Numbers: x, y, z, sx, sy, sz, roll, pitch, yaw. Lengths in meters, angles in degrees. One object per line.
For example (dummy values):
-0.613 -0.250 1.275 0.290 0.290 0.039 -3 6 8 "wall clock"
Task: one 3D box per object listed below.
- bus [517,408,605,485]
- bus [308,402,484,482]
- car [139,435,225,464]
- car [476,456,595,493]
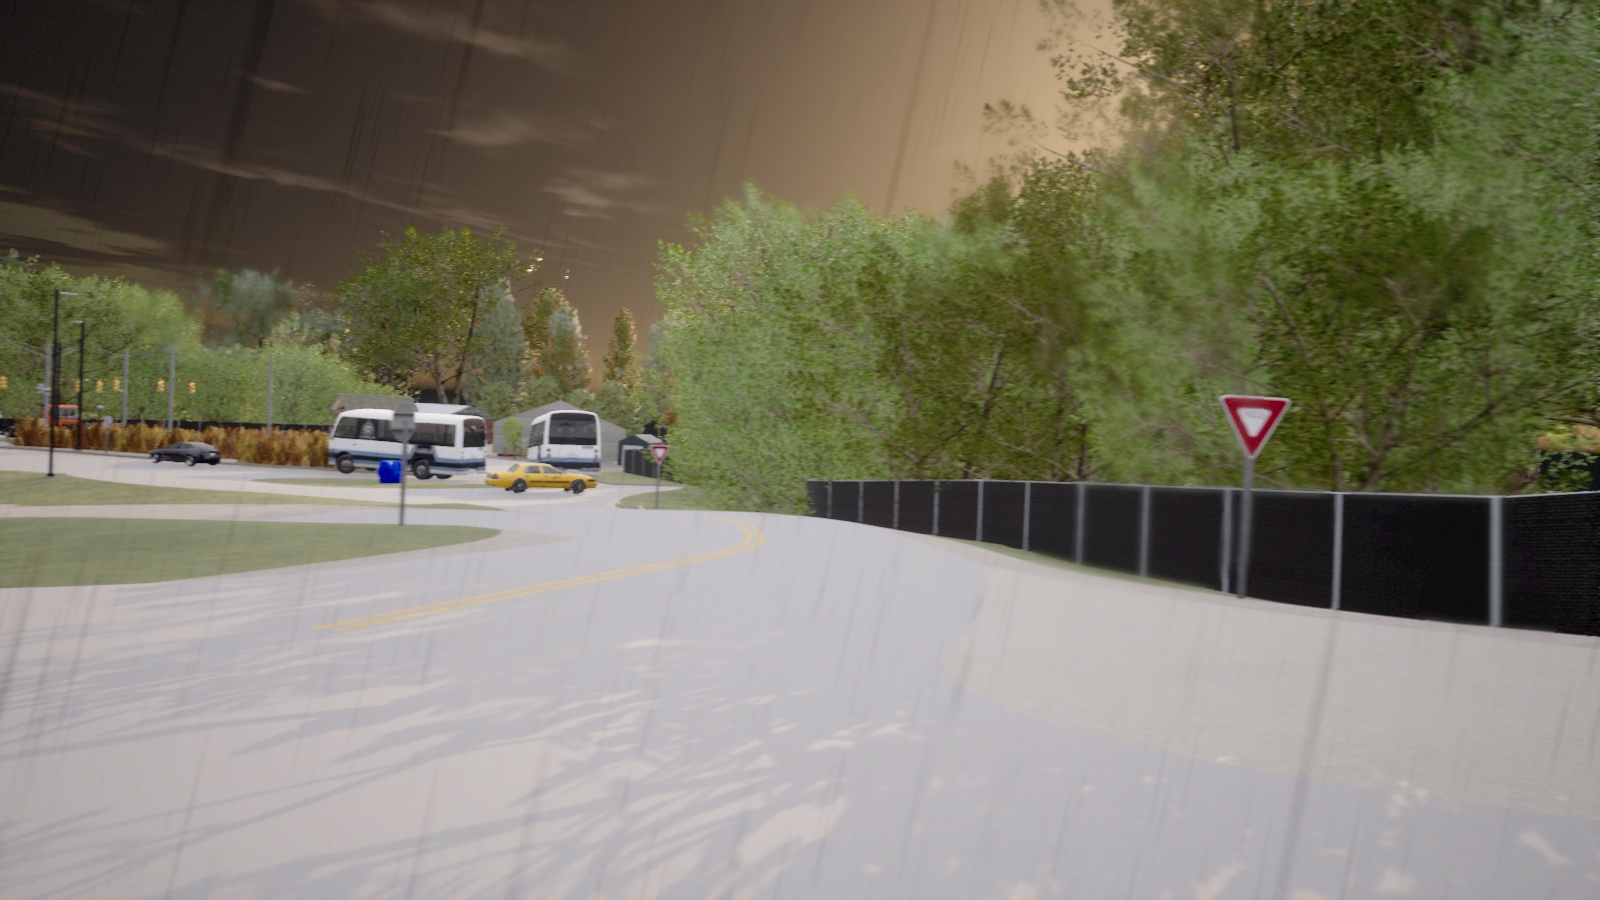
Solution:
-14.635 -0.098 76.101 3.944 4.253 10.273 2 -2 -18 "bus"
-26.172 -0.581 81.436 10.273 4.253 3.944 5 3 16 "bus"
-39.241 -0.071 79.725 4.792 1.488 2.163 4 2 22 "car"
-12.896 1.210 61.337 5.366 1.575 1.801 2 1 -28 "car"
